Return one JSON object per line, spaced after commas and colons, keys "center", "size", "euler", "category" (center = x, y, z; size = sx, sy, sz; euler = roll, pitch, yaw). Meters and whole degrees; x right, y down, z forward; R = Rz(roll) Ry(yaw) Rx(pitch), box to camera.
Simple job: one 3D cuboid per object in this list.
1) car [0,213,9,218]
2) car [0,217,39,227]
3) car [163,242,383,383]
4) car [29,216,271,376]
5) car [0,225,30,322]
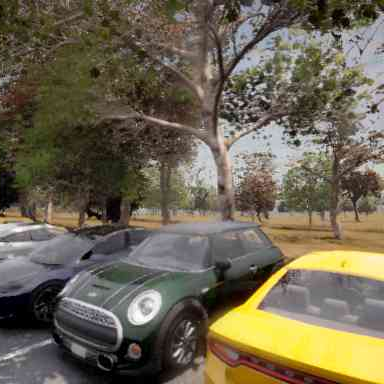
{"center": [-10.941, 1.282, 14.285], "size": [2.435, 2.045, 5.566], "euler": [0, 0, 37], "category": "car"}
{"center": [-4.368, 1.558, 9.200], "size": [2.002, 1.452, 4.674], "euler": [0, 0, 38], "category": "car"}
{"center": [2.125, 1.503, 4.214], "size": [2.097, 1.535, 5.008], "euler": [0, 0, 38], "category": "car"}
{"center": [-0.051, 1.383, 5.930], "size": [2.185, 1.767, 4.553], "euler": [0, 0, 38], "category": "car"}
{"center": [-2.187, 1.542, 7.492], "size": [2.163, 1.488, 4.792], "euler": [0, 0, 38], "category": "car"}
